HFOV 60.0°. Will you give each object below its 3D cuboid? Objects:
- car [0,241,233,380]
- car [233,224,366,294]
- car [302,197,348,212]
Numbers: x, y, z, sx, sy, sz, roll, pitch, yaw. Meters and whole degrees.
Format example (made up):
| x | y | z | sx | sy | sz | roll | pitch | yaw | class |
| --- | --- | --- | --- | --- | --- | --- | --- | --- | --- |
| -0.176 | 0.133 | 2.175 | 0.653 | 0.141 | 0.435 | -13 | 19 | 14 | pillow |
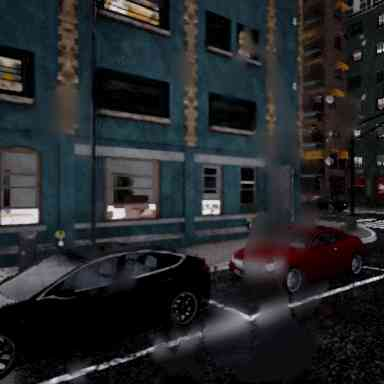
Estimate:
| x | y | z | sx | sy | sz | roll | pitch | yaw | class |
| --- | --- | --- | --- | --- | --- | --- | --- | --- | --- |
| -1.637 | 1.554 | 5.383 | 4.313 | 1.339 | 1.947 | -1 | 1 | -35 | car |
| 2.860 | 1.531 | 8.590 | 4.206 | 1.307 | 1.802 | 0 | 1 | -35 | car |
| 12.542 | 1.150 | 31.584 | 1.947 | 1.339 | 4.313 | 1 | 0 | -36 | car |
